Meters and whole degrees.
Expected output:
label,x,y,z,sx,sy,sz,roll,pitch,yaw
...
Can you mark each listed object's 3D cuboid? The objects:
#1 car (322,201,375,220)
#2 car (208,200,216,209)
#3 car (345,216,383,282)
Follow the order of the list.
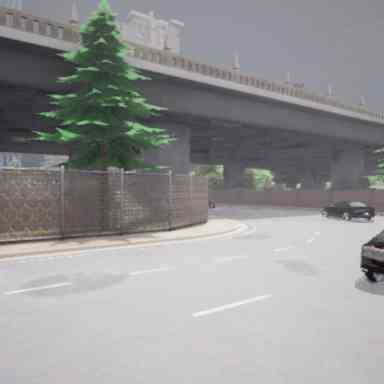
label,x,y,z,sx,sy,sz,roll,pitch,yaw
car,12.508,1.463,26.954,1.882,1.535,5.008,1,0,-8
car,1.217,1.463,44.274,1.882,1.535,5.008,0,0,-33
car,6.124,1.486,8.603,4.902,1.511,2.128,0,0,-41
